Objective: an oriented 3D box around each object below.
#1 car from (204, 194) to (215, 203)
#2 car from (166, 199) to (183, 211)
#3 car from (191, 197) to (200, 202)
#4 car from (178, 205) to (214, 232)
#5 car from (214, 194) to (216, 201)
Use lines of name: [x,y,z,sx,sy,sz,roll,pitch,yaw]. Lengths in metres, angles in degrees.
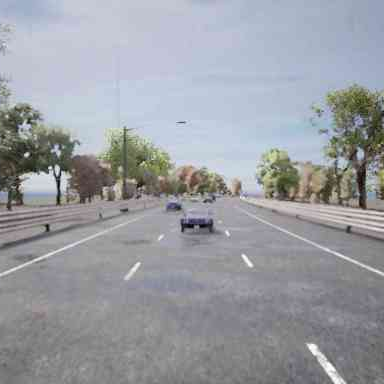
car: [3.869,1.790,77.442,1.812,1.442,4.674,0,0,6]
car: [-2.226,1.651,43.269,1.812,1.442,4.674,0,0,3]
car: [0.817,1.877,81.993,1.895,1.301,4.718,0,0,6]
car: [0.326,1.653,20.603,1.895,1.301,4.718,0,0,2]
car: [5.639,1.577,93.496,2.150,2.045,5.566,0,0,7]
